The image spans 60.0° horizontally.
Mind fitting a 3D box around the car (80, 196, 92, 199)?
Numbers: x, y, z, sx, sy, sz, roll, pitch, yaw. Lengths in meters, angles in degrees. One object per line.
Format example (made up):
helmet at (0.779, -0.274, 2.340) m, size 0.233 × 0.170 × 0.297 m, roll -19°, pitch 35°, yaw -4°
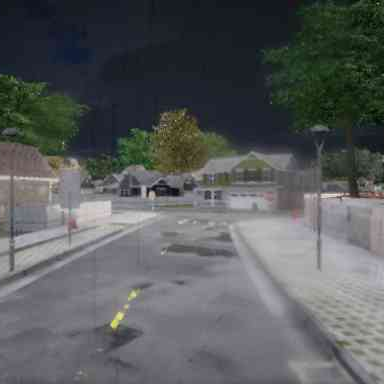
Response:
car at (-14.107, 1.303, 43.664) m, size 4.553 × 1.767 × 2.097 m, roll 0°, pitch -1°, yaw 35°
